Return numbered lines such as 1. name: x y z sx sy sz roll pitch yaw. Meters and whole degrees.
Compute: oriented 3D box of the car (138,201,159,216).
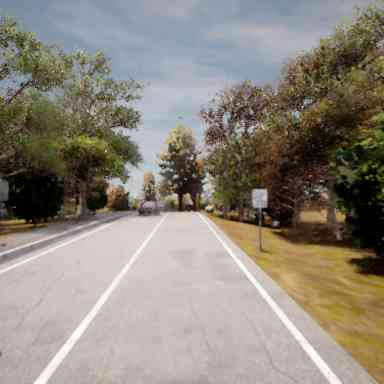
1. car: -4.512 1.696 35.126 1.812 1.442 4.674 0 -1 -1
